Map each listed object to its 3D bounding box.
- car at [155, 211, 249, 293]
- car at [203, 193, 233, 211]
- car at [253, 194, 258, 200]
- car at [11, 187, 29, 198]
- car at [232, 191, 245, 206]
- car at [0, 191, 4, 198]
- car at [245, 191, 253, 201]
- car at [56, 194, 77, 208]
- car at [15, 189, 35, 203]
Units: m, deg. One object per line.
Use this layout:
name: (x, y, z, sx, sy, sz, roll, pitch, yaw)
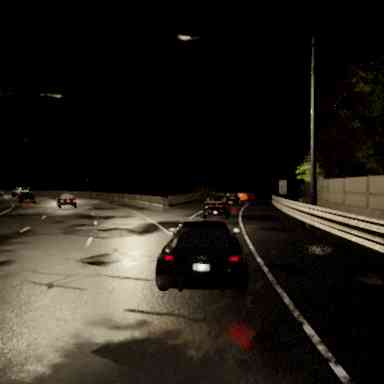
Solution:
car: (0.298, 1.417, 8.529, 1.994, 1.385, 4.181, 0, 1, 3)
car: (1.920, 1.086, 24.861, 1.837, 1.490, 4.892, 0, 1, 8)
car: (11.927, 0.856, 68.523, 2.097, 1.767, 4.553, 0, -2, 15)
car: (-33.822, 0.097, 65.742, 2.150, 2.045, 5.566, -1, 1, -44)
car: (4.684, 0.830, 39.487, 2.128, 1.511, 4.902, 0, 1, 13)
car: (-38.936, 0.391, 65.934, 4.902, 1.511, 2.128, 1, 1, 43)
car: (8.168, 0.572, 53.679, 2.097, 1.767, 4.553, 0, 0, 14)
car: (-13.810, 0.923, 36.508, 2.033, 1.411, 5.357, 0, 1, -25)
car: (-22.613, 0.726, 45.370, 1.837, 1.490, 4.892, 0, 1, -31)
